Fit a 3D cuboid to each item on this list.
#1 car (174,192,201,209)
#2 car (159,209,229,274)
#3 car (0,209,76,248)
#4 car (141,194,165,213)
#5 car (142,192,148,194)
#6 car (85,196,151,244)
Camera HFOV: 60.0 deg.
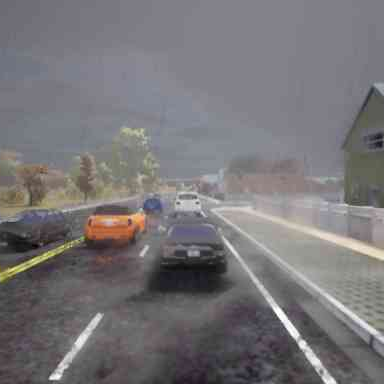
[{"bbox_3d":[-0.411,1.025,29.156,2.150,2.045,5.566,0,1,-2],"label":"car"},{"bbox_3d":[0.016,1.479,10.319,2.033,1.411,5.357,0,0,-1],"label":"car"},{"bbox_3d":[-6.739,1.456,14.504,2.033,1.411,5.357,0,0,-1],"label":"car"},{"bbox_3d":[-3.814,1.253,33.486,1.882,1.535,5.008,0,0,-2],"label":"car"},{"bbox_3d":[-12.537,0.887,88.901,2.128,1.511,4.902,0,0,-2],"label":"car"},{"bbox_3d":[-3.315,1.253,15.328,2.097,1.767,4.553,0,0,-1],"label":"car"}]
